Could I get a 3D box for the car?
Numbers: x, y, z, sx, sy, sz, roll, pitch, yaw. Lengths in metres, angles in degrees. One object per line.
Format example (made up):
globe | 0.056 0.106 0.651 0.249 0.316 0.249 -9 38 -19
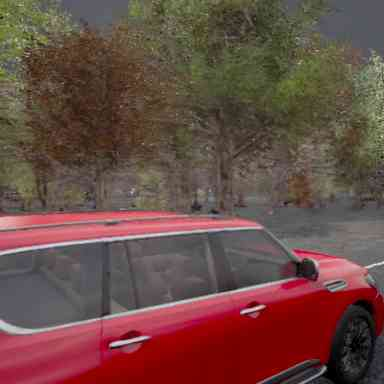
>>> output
car | -0.160 1.211 3.632 5.566 2.045 2.150 -1 0 -36
